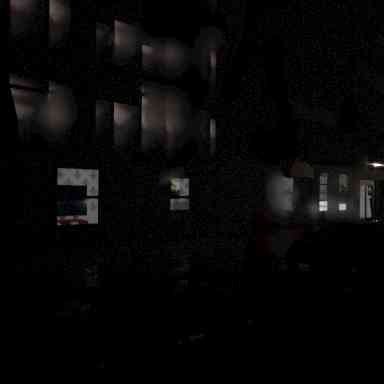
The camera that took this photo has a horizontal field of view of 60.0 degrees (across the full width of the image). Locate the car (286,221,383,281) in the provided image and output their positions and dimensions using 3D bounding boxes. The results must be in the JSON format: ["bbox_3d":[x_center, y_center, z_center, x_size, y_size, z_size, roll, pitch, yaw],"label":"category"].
[{"bbox_3d":[4.689,1.568,9.896,4.313,1.339,1.947,0,0,-35],"label":"car"}]
